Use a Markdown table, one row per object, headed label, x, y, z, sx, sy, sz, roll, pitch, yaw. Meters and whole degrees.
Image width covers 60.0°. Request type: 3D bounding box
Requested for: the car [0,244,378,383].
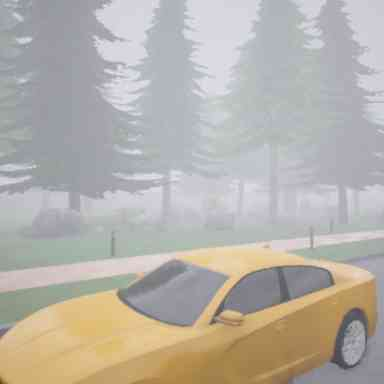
| label | x | y | z | sx | sy | sz | roll | pitch | yaw |
| --- | --- | --- | --- | --- | --- | --- | --- | --- | --- |
| car | 0.378 | 1.497 | 4.216 | 5.008 | 1.535 | 1.882 | 1 | 0 | -35 |
